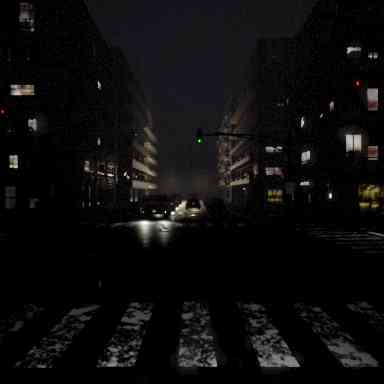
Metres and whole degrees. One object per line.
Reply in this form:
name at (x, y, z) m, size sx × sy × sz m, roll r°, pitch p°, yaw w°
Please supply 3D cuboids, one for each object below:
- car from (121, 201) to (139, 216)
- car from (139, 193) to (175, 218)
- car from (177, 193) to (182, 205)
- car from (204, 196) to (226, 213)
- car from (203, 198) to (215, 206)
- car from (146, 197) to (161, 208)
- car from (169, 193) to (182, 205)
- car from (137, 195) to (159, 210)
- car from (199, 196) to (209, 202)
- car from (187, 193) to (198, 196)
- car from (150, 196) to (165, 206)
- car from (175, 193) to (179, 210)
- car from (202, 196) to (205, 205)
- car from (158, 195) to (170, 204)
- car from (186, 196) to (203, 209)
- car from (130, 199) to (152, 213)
car at (-5.648, 1.572, 32.148) m, size 1.947 × 1.339 × 4.313 m, roll 0°, pitch 0°, yaw 0°
car at (-3.079, 1.227, 30.120) m, size 2.150 × 2.045 × 5.566 m, roll 0°, pitch 0°, yaw 1°
car at (-3.024, 1.366, 49.931) m, size 2.097 × 1.767 × 4.553 m, roll 0°, pitch 0°, yaw 0°
car at (2.738, 1.448, 37.822) m, size 1.967 × 1.590 × 4.097 m, roll 0°, pitch 0°, yaw 0°
car at (2.761, 1.598, 54.870) m, size 1.802 × 1.307 × 4.206 m, roll 0°, pitch 0°, yaw 0°
car at (-5.627, 1.539, 49.026) m, size 1.752 × 1.417 × 4.829 m, roll 0°, pitch 0°, yaw 0°
car at (-2.964, 1.242, 60.490) m, size 2.150 × 2.045 × 5.566 m, roll 0°, pitch 0°, yaw 1°
car at (-5.635, 1.326, 43.513) m, size 2.192 × 1.841 × 5.009 m, roll 0°, pitch 0°, yaw 0°
car at (2.789, 1.584, 77.599) m, size 2.008 × 1.369 × 4.403 m, roll 0°, pitch 0°, yaw 0°
car at (0.150, 1.251, 70.409) m, size 2.150 × 2.045 × 5.566 m, roll 0°, pitch 0°, yaw 0°
car at (-5.620, 1.457, 54.878) m, size 1.967 × 1.590 × 4.097 m, roll 0°, pitch 0°, yaw 0°
car at (-3.045, 1.361, 40.032) m, size 2.097 × 1.767 × 4.553 m, roll 0°, pitch 0°, yaw 0°
car at (2.746, 1.451, 43.504) m, size 1.967 × 1.590 × 4.097 m, roll 0°, pitch 0°, yaw 0°
car at (-5.605, 1.464, 66.244) m, size 1.967 × 1.590 × 4.097 m, roll 0°, pitch 0°, yaw 0°
car at (0.162, 1.576, 46.830) m, size 1.994 × 1.385 × 4.181 m, roll 0°, pitch 0°, yaw 0°
car at (-5.642, 1.533, 37.661) m, size 1.752 × 1.417 × 4.829 m, roll 0°, pitch 0°, yaw 0°
